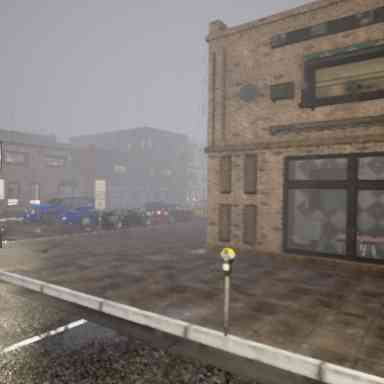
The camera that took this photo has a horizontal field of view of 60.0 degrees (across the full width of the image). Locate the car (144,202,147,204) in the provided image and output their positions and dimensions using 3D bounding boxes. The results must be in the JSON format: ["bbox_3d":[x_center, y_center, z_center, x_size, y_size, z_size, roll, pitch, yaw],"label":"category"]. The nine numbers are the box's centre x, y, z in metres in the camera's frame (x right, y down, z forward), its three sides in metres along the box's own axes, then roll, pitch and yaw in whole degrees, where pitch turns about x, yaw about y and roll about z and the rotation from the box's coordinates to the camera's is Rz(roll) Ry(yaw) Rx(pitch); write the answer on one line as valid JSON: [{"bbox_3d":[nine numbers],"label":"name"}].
[{"bbox_3d":[-4.046,1.706,33.832,1.882,1.535,5.008,1,0,36],"label":"car"}]

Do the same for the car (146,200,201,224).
[{"bbox_3d":[-1.451,1.725,27.583,1.967,1.590,4.097,0,0,36],"label":"car"}]

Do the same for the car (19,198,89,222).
[{"bbox_3d":[-11.488,1.417,28.059,2.192,1.841,5.009,0,0,36],"label":"car"}]

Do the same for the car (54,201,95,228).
[{"bbox_3d":[-7.118,1.665,24.455,1.882,1.535,5.008,1,0,38],"label":"car"}]

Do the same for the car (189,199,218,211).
[{"bbox_3d":[1.624,1.753,45.962,1.967,1.590,4.097,0,0,36],"label":"car"}]

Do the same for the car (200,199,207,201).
[{"bbox_3d":[1.854,1.676,41.861,2.097,1.767,4.553,1,0,36],"label":"car"}]

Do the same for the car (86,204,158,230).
[{"bbox_3d":[-4.731,1.798,23.107,1.947,1.339,4.313,0,0,36],"label":"car"}]

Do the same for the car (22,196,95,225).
[{"bbox_3d":[-9.951,1.355,25.763,2.150,2.045,5.566,1,0,36],"label":"car"}]

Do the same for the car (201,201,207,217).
[{"bbox_3d":[1.927,1.865,32.197,1.752,1.417,4.829,0,0,36],"label":"car"}]
